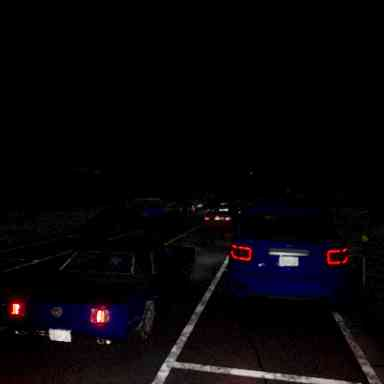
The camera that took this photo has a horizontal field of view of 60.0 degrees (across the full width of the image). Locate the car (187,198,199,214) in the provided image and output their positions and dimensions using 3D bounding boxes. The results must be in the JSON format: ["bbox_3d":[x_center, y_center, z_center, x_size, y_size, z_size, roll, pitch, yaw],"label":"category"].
[{"bbox_3d":[-0.910,1.587,35.114,1.947,1.339,4.313,0,0,13],"label":"car"}]

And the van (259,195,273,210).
[{"bbox_3d":[9.771,1.361,43.881,1.690,1.788,3.998,0,0,13],"label":"van"}]

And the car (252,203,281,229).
[{"bbox_3d":[5.090,1.533,22.814,1.752,1.417,4.829,0,0,13],"label":"car"}]

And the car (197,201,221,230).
[{"bbox_3d":[1.994,1.555,21.160,2.033,1.411,5.357,0,0,13],"label":"car"}]

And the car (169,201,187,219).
[{"bbox_3d":[-2.126,1.544,29.641,1.752,1.417,4.829,0,0,13],"label":"car"}]

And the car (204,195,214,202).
[{"bbox_3d":[1.449,1.469,45.731,1.967,1.590,4.097,0,0,13],"label":"car"}]

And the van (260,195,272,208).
[{"bbox_3d":[10.951,1.365,49.189,1.690,1.788,3.998,0,0,13],"label":"van"}]

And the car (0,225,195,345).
[{"bbox_3d":[-1.249,1.605,6.555,1.895,1.301,4.718,0,0,13],"label":"car"}]

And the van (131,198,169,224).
[{"bbox_3d":[-3.270,1.357,24.499,1.690,1.788,3.998,0,0,13],"label":"van"}]

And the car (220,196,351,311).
[{"bbox_3d":[2.158,1.222,8.035,2.150,2.045,5.566,0,0,13],"label":"car"}]

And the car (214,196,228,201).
[{"bbox_3d":[4.527,1.520,46.884,2.128,1.511,4.902,0,0,13],"label":"car"}]

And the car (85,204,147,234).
[{"bbox_3d":[-4.449,1.579,19.190,1.947,1.339,4.313,0,0,13],"label":"car"}]

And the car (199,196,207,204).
[{"bbox_3d":[0.233,1.550,40.257,1.752,1.417,4.829,0,0,13],"label":"car"}]

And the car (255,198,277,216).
[{"bbox_3d":[7.412,1.453,33.265,1.967,1.590,4.097,0,0,13],"label":"car"}]

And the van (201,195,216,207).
[{"bbox_3d":[2.629,1.374,51.039,1.690,1.788,3.998,0,0,13],"label":"van"}]
